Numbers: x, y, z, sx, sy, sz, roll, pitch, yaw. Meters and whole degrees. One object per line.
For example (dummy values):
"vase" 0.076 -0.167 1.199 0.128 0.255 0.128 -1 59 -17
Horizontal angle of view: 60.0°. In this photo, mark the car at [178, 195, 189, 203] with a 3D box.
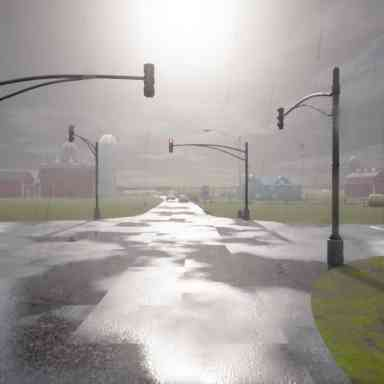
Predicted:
"car" -1.722 1.623 69.841 1.895 1.301 4.718 0 0 -3

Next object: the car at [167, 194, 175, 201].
"car" -4.709 1.182 73.840 1.812 1.442 4.674 0 0 -3

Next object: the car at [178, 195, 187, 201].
"car" -2.333 1.463 79.825 1.837 1.490 4.892 0 0 -4
